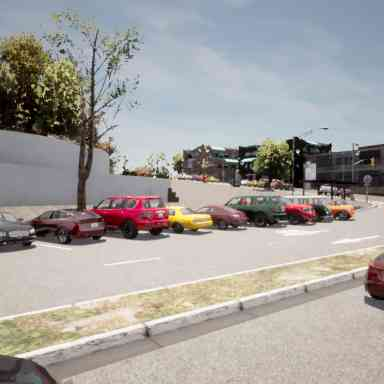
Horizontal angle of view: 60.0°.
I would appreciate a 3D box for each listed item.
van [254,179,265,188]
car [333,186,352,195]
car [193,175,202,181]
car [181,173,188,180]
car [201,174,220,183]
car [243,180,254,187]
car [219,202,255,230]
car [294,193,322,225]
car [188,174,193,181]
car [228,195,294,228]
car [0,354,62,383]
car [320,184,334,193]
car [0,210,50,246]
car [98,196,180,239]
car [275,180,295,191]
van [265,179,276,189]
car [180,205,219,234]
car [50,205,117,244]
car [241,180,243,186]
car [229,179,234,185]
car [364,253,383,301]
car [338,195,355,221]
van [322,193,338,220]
[{"bbox_3d":[15.609,-1.763,71.100,1.878,1.987,4.442,7,4,35],"label":"van"},{"bbox_3d":[25.996,0.137,56.406,2.002,1.452,4.674,7,3,35],"label":"car"},{"bbox_3d":[3.508,-3.698,88.386,2.435,2.045,5.566,7,3,34],"label":"car"},{"bbox_3d":[-0.015,-4.084,93.323,2.185,1.767,4.553,4,1,33],"label":"car"},{"bbox_3d":[5.359,-3.175,86.127,1.946,1.575,5.366,7,3,34],"label":"car"},{"bbox_3d":[14.035,-1.811,73.832,1.946,1.575,5.366,7,3,35],"label":"car"},{"bbox_3d":[1.209,1.549,21.036,4.674,1.452,2.002,-1,-1,35],"label":"car"},{"bbox_3d":[6.151,1.267,24.498,5.566,2.045,2.435,-1,-1,35],"label":"car"},{"bbox_3d":[1.715,-3.849,90.853,2.185,1.767,4.553,6,3,34],"label":"car"},{"bbox_3d":[3.637,1.263,22.793,5.566,2.045,2.435,-1,-1,35],"label":"car"},{"bbox_3d":[-2.855,1.504,1.097,4.892,1.490,1.837,0,0,-35],"label":"car"},{"bbox_3d":[24.305,-0.425,58.879,2.435,2.045,5.566,7,3,35],"label":"car"},{"bbox_3d":[-8.584,1.493,14.092,4.892,1.521,2.231,-1,-1,35],"label":"car"},{"bbox_3d":[-3.718,1.248,17.582,5.566,2.045,2.435,-1,-1,35],"label":"car"},{"bbox_3d":[19.097,-0.991,66.266,2.231,1.521,4.892,7,3,35],"label":"car"},{"bbox_3d":[17.337,-1.490,68.629,1.878,1.987,4.442,7,4,35],"label":"van"},{"bbox_3d":[-1.398,1.503,19.409,5.366,1.575,1.946,-1,-1,35],"label":"car"},{"bbox_3d":[-6.163,1.524,15.838,4.792,1.488,2.163,-1,-1,35],"label":"car"},{"bbox_3d":[12.204,-2.042,76.153,2.002,1.452,4.674,7,4,35],"label":"car"},{"bbox_3d":[10.463,-2.316,78.615,2.002,1.452,4.674,7,3,35],"label":"car"},{"bbox_3d":[5.588,1.574,7.121,4.181,1.385,1.994,0,0,-34],"label":"car"},{"bbox_3d":[11.099,1.404,27.917,4.553,1.767,2.185,-1,-1,35],"label":"car"},{"bbox_3d":[8.690,1.297,26.167,4.442,1.987,1.878,-1,-1,35],"label":"van"}]
